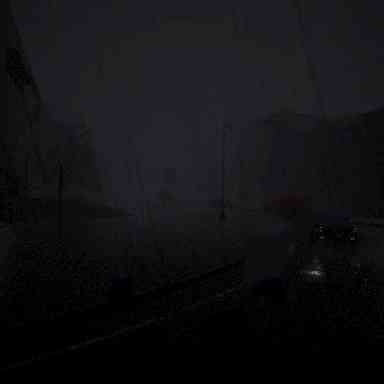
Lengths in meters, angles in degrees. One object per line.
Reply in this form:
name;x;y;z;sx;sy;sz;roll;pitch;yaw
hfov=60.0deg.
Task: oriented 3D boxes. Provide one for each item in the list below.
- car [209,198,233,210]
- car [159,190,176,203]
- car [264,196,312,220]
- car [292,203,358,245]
car;3.817;1.531;44.892;2.128;1.511;4.902;1;0;-18
car;-4.359;0.727;58.195;2.150;2.045;5.566;1;2;-18
car;8.635;1.352;30.001;2.150;2.045;5.566;1;0;-17
car;6.370;1.527;16.133;1.882;1.535;5.008;1;0;8
